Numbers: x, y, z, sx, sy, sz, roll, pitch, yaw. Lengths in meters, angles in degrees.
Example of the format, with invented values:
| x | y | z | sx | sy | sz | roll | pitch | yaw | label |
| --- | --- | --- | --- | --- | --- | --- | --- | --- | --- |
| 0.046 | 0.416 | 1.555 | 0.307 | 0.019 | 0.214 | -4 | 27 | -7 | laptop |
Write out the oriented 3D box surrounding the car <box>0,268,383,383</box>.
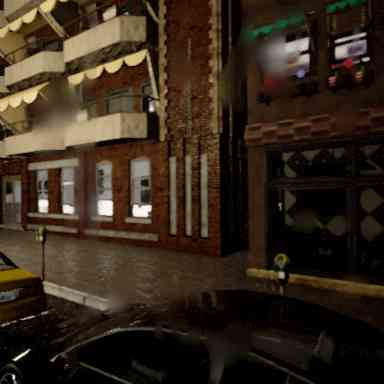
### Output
| x | y | z | sx | sy | sz | roll | pitch | yaw | label |
| --- | --- | --- | --- | --- | --- | --- | --- | --- | --- |
| 0.097 | 1.561 | 2.826 | 4.313 | 1.339 | 1.947 | 0 | -1 | 36 | car |

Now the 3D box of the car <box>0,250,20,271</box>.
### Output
| x | y | z | sx | sy | sz | roll | pitch | yaw | label |
| --- | --- | --- | --- | --- | --- | --- | --- | --- | --- |
| -4.642 | 1.501 | 6.216 | 4.829 | 1.417 | 1.752 | 0 | -1 | 36 | car |
